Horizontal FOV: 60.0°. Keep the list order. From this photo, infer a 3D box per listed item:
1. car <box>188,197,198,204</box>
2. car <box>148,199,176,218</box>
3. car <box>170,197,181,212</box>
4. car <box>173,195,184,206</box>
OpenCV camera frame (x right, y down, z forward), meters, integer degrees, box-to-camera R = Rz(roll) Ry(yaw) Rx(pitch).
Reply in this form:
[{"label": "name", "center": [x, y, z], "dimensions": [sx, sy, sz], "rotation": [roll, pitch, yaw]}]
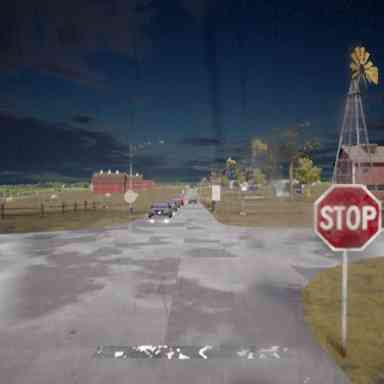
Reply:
[{"label": "car", "center": [0.184, 1.886, 70.894], "dimensions": [1.812, 1.442, 4.674], "rotation": [0, -1, 0]}, {"label": "car", "center": [-2.771, 1.586, 30.122], "dimensions": [1.994, 1.385, 4.181], "rotation": [0, 0, 0]}, {"label": "car", "center": [-2.732, 1.630, 40.028], "dimensions": [1.994, 1.385, 4.181], "rotation": [0, 0, 1]}, {"label": "car", "center": [-2.700, 1.629, 50.212], "dimensions": [2.128, 1.511, 4.902], "rotation": [0, 0, 0]}]
